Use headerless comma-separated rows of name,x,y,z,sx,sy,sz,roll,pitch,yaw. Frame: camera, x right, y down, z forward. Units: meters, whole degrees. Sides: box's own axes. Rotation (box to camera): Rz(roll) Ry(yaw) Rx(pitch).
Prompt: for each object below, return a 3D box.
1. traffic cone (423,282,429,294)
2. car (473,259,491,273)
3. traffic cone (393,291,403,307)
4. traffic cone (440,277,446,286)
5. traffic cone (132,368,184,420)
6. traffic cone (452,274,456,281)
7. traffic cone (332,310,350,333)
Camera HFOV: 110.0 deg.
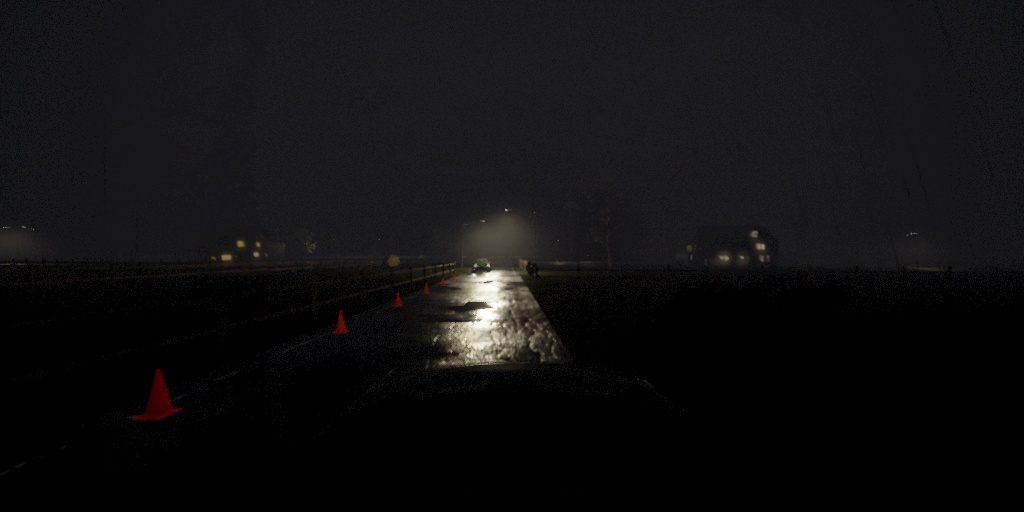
traffic cone,-4.685,1.741,19.591,0.340,0.580,0.340,0,0,-1
car,-3.704,1.130,43.962,2.097,1.767,4.553,0,0,-5
traffic cone,-4.629,1.741,14.591,0.340,0.580,0.340,0,0,-1
traffic cone,-4.740,1.741,24.591,0.340,0.580,0.340,0,0,-1
traffic cone,-4.520,1.737,4.591,0.340,0.580,0.340,0,0,-1
traffic cone,-4.795,1.741,29.591,0.340,0.580,0.340,0,0,-1
traffic cone,-4.574,1.741,9.591,0.340,0.580,0.340,0,0,-1
